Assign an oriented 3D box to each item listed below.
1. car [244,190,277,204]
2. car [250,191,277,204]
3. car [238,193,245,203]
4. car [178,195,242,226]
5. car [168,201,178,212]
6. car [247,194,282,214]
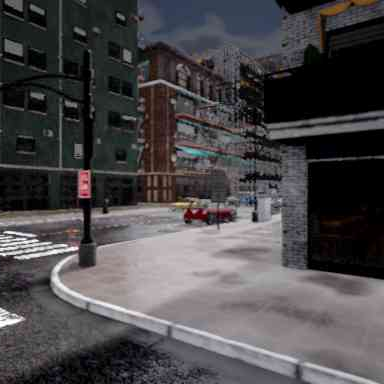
[{"bbox_3d":[9.310,0.736,42.941,2.150,2.045,5.566,0,1,35],"label":"car"},{"bbox_3d":[10.632,0.760,49.194,2.192,1.841,5.009,1,1,35],"label":"car"},{"bbox_3d":[4.149,1.120,39.870,2.008,1.369,4.403,1,1,35],"label":"car"},{"bbox_3d":[1.249,1.209,21.661,1.967,1.590,4.097,1,1,35],"label":"car"},{"bbox_3d":[-0.440,1.185,33.288,1.752,1.417,4.829,1,1,35],"label":"car"},{"bbox_3d":[7.089,1.202,30.292,2.008,1.369,4.403,1,1,35],"label":"car"}]
